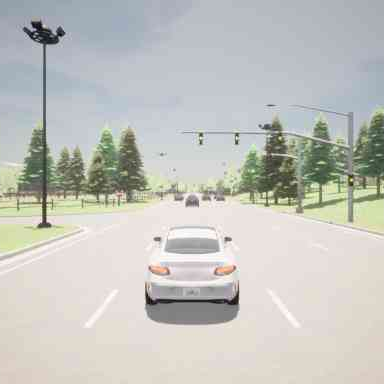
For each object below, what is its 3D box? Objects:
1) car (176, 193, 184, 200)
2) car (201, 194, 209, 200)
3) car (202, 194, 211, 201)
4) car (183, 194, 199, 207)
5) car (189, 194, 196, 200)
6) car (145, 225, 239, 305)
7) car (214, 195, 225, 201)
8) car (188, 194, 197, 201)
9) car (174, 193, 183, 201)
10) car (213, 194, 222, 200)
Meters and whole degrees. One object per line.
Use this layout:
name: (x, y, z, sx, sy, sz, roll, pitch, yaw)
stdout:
car: (-3.379, 1.187, 92.866, 2.097, 1.767, 4.553, 0, 0, 0)
car: (3.621, 1.372, 92.887, 2.033, 1.411, 5.357, 0, 0, 0)
car: (3.608, 1.348, 82.854, 2.097, 1.767, 4.553, 0, 0, 0)
car: (0.068, 1.352, 51.829, 2.097, 1.767, 4.553, 0, 0, 0)
car: (0.121, 1.332, 92.892, 1.837, 1.490, 4.892, 0, 0, 0)
car: (0.017, 1.526, 7.956, 1.812, 1.442, 4.674, 0, 0, 0)
car: (7.108, 1.517, 82.463, 2.128, 1.511, 4.902, 0, 0, 0)
car: (0.108, 1.348, 82.858, 2.097, 1.767, 4.553, 0, 0, 0)
car: (-3.392, 1.544, 82.860, 1.994, 1.385, 4.181, 0, 0, 0)
car: (7.121, 1.385, 92.883, 1.994, 1.385, 4.181, 0, 0, 0)
